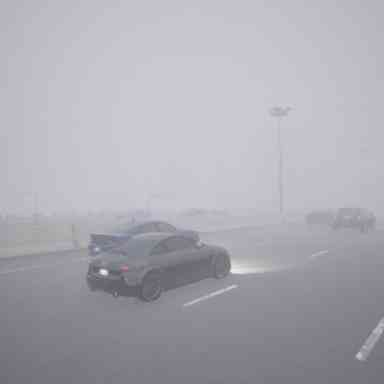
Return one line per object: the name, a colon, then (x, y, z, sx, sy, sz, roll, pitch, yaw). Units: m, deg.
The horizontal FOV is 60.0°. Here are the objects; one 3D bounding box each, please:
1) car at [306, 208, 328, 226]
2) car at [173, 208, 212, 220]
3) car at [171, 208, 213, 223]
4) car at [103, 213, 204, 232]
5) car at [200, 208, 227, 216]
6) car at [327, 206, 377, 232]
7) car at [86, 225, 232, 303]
car: (11.822, 2.190, 29.639, 1.882, 1.535, 5.008, -2, -3, 40)
car: (0.132, 2.835, 43.216, 2.033, 1.411, 5.357, -2, -3, 40)
car: (0.059, 2.589, 37.671, 2.128, 1.511, 4.902, -2, -3, 40)
car: (-1.685, 1.843, 13.355, 1.882, 1.535, 5.008, -2, -2, 40)
car: (2.231, 2.580, 34.812, 1.895, 1.301, 4.718, -2, -3, 40)
car: (11.895, 1.880, 24.253, 2.097, 1.767, 4.553, -2, -3, 40)
car: (-0.707, 1.800, 9.049, 1.994, 1.385, 4.181, -2, -2, 40)
